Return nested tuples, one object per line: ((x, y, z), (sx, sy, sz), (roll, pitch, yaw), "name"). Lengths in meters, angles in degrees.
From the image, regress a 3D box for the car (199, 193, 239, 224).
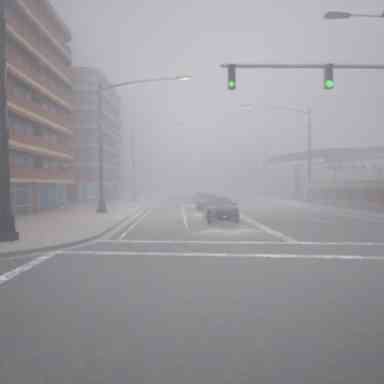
((1.720, 1.056, 21.057), (1.882, 1.535, 5.008), (-1, 1, -2), "car")

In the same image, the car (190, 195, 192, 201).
((0.900, 0.688, 40.823), (1.837, 1.490, 4.892), (-1, 1, -2), "car")

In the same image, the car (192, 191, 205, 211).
((1.311, 0.867, 30.532), (1.882, 1.535, 5.008), (-1, 1, -2), "car")
